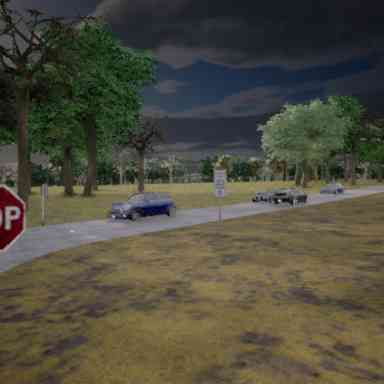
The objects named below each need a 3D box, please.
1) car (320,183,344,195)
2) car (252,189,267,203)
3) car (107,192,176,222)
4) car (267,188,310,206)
[{"bbox_3d":[19.883,-0.518,47.151,2.097,1.767,4.553,1,3,42],"label":"car"},{"bbox_3d":[7.807,0.390,33.689,1.994,1.385,4.181,1,3,42],"label":"car"},{"bbox_3d":[-3.152,0.814,21.343,2.097,1.767,4.553,1,3,42],"label":"car"},{"bbox_3d":[9.268,0.405,30.903,1.837,1.490,4.892,1,3,42],"label":"car"}]
